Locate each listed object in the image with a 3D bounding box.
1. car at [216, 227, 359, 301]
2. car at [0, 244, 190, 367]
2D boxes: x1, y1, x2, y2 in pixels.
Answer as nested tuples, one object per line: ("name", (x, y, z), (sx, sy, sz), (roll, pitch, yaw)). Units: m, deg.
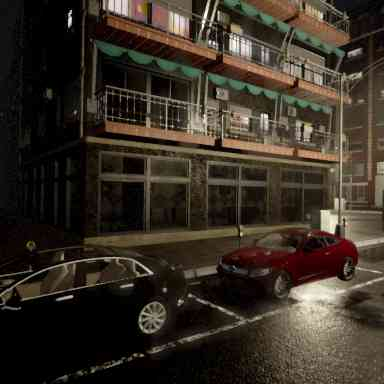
("car", (2.536, 1.584, 8.324), (4.206, 1.307, 1.802), (0, 1, -36))
("car", (-2.087, 1.551, 5.014), (4.403, 1.369, 2.008), (0, 1, -36))
